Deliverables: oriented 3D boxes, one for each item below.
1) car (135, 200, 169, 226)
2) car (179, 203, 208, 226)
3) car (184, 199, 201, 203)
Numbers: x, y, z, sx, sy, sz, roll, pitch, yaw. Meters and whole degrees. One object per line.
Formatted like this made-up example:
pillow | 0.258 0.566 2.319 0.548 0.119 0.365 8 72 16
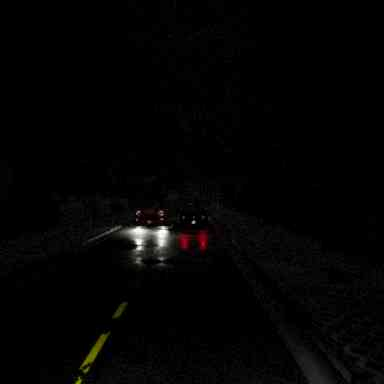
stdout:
car | -2.846 1.430 24.349 2.097 1.767 4.553 0 0 0
car | 0.103 1.677 23.730 1.895 1.301 4.718 0 0 0
car | 0.104 1.628 41.935 1.837 1.490 4.892 0 0 0
